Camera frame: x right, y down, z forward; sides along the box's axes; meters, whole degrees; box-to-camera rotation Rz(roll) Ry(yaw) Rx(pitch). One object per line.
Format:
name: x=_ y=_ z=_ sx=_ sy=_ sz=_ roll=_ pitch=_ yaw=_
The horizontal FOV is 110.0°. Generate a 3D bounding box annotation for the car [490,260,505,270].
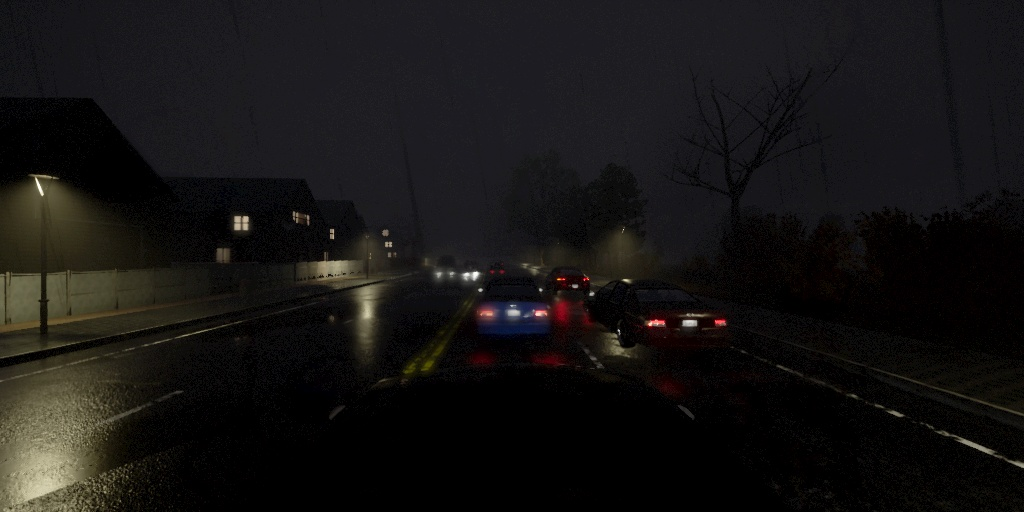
car: x=-2.188 y=1.261 z=51.724 sx=1.812 sy=1.442 sz=4.674 roll=0 pitch=0 yaw=-3

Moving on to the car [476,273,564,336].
car: x=-0.016 y=1.299 z=10.352 sx=2.033 sy=1.411 sz=5.357 roll=0 pitch=0 yaw=-1

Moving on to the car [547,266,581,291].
car: x=2.953 y=1.279 z=19.529 sx=1.812 sy=1.442 sz=4.674 roll=0 pitch=0 yaw=-2

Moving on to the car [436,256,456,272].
car: x=-8.550 y=0.955 z=47.033 sx=2.150 sy=2.045 sz=5.566 roll=0 pitch=0 yaw=-3

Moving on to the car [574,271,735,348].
car: x=3.241 y=1.300 z=9.193 sx=2.033 sy=1.411 sz=5.357 roll=0 pitch=0 yaw=-2

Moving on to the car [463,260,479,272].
car: x=-5.289 y=1.229 z=46.928 sx=2.128 sy=1.511 sz=4.902 roll=0 pitch=0 yaw=-3
